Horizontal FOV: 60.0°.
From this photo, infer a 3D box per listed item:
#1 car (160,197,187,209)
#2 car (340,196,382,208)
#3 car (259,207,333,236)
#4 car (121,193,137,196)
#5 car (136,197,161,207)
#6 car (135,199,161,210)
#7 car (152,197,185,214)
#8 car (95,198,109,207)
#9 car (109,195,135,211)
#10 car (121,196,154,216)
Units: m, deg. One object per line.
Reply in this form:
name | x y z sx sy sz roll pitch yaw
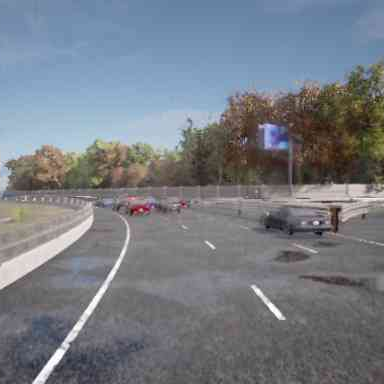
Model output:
car | -2.580 1.453 44.895 1.882 1.535 5.008 0 0 -26
car | 21.658 1.326 42.682 4.892 1.490 1.837 0 0 5
car | 5.370 1.493 17.990 2.033 1.411 5.357 0 0 -10
car | -10.258 1.243 52.549 2.150 2.045 5.566 0 0 -31
car | -7.199 1.545 54.252 2.033 1.411 5.357 0 0 -31
car | -5.841 1.599 43.622 1.895 1.301 4.718 0 0 -26
car | -2.514 1.475 35.166 2.128 1.511 4.902 0 0 -19
car | -13.337 1.591 50.887 2.033 1.411 5.357 0 0 -31
car | -8.701 1.525 41.447 1.837 1.490 4.892 0 0 -23
car | -5.454 1.484 32.909 1.882 1.535 5.008 0 0 -19
